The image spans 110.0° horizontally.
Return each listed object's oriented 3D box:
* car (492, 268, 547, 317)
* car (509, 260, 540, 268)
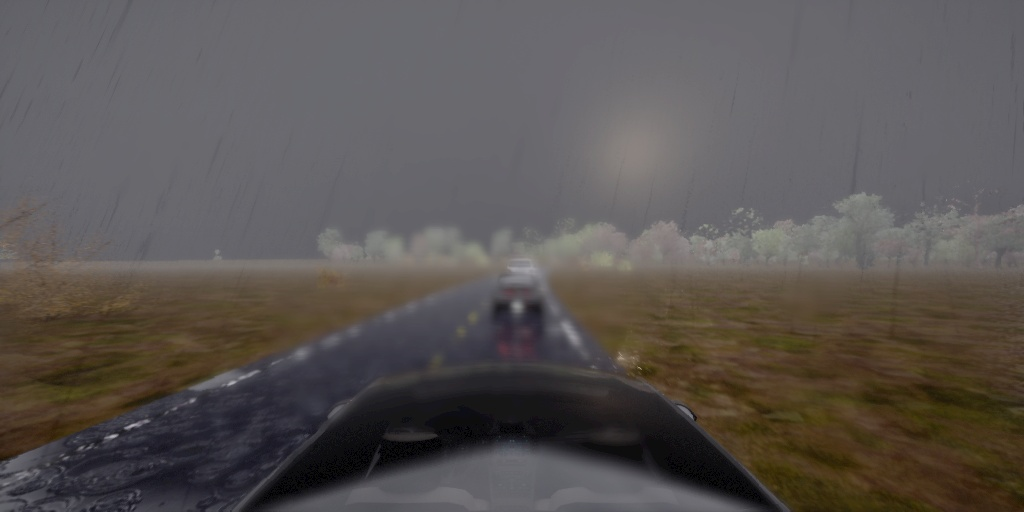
[{"bbox_3d":[0.290,1.413,14.111,1.837,1.490,4.892,0,0,2],"label":"car"},{"bbox_3d":[0.948,1.302,27.833,2.150,2.045,5.566,0,0,4],"label":"car"}]
